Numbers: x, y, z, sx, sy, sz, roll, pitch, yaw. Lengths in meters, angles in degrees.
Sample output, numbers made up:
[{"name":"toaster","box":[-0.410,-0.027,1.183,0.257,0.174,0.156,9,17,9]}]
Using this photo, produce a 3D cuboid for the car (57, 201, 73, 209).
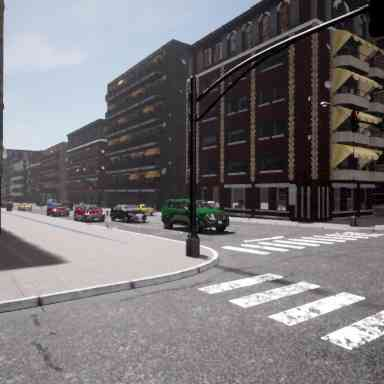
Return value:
[{"name":"car","box":[-25.866,2.595,67.728,1.967,1.590,4.097,-1,0,-36]}]

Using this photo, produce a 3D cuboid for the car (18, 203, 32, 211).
[{"name":"car","box":[-29.215,2.551,58.153,1.752,1.417,4.829,-1,0,-36]}]

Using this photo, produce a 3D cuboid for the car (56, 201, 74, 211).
[{"name":"car","box":[-22.437,2.466,58.614,1.882,1.535,5.008,0,-1,-36]}]

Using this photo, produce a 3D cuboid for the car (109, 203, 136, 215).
[{"name":"car","box":[-9.378,2.253,44.835,1.947,1.339,4.313,-1,0,-36]}]

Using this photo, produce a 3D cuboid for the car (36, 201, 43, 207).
[{"name":"car","box":[-39.051,3.097,86.040,1.947,1.339,4.313,-1,0,-36]}]

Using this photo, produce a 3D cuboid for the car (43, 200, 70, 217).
[{"name":"car","box":[-16.128,2.094,39.978,1.967,1.590,4.097,-1,0,-36]}]

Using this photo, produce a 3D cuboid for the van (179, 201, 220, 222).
[{"name":"van","box":[0.646,1.751,31.200,1.690,1.788,3.998,-1,0,-36]}]

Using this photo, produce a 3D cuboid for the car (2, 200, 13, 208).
[{"name":"car","box":[-42.507,2.719,76.606,2.192,1.841,5.009,-1,0,-36]}]

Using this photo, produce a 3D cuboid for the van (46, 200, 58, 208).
[{"name":"van","box":[-32.463,2.684,76.886,1.690,1.788,3.998,-1,0,-36]}]

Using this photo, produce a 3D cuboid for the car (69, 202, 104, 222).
[{"name":"car","box":[-9.534,1.908,30.821,1.967,1.590,4.097,-1,0,-36]}]

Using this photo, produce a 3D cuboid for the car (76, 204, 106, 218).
[{"name":"car","box":[-11.670,2.162,38.211,1.994,1.385,4.181,0,-1,-36]}]

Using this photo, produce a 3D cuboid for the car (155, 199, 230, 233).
[{"name":"car","box":[0.042,1.490,21.923,2.150,2.045,5.566,0,-1,-36]}]

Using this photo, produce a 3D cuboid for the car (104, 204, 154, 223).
[{"name":"car","box":[-5.823,1.924,30.070,2.128,1.511,4.902,0,-1,-36]}]

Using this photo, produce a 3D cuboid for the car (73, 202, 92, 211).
[{"name":"car","box":[-19.370,2.496,58.709,1.752,1.417,4.829,-1,0,-36]}]
